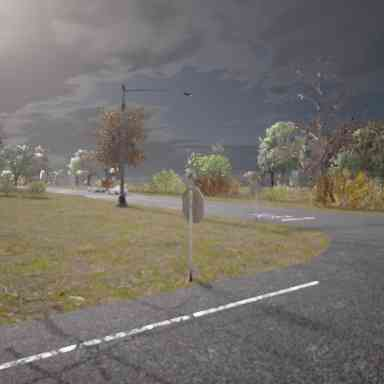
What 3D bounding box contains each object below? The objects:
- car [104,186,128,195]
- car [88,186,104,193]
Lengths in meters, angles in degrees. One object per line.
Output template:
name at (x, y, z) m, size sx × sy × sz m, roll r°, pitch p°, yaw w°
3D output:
car at (-11.651, -0.262, 52.293) m, size 1.812 × 1.442 × 4.674 m, roll 0°, pitch 2°, yaw -36°
car at (-17.243, -0.496, 60.127) m, size 1.895 × 1.301 × 4.718 m, roll 0°, pitch 2°, yaw -36°
